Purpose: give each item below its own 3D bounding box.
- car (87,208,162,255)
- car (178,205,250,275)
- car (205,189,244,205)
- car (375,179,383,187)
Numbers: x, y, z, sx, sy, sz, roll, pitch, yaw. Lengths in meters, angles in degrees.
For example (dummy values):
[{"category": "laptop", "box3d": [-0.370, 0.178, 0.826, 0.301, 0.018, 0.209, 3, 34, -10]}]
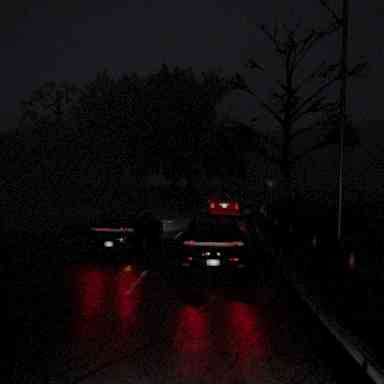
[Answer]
[{"category": "car", "box3d": [-2.358, 1.341, 12.694, 2.128, 1.511, 4.902, 0, 1, 5]}, {"category": "car", "box3d": [0.683, 1.407, 10.271, 2.128, 1.511, 4.902, 0, 1, 4]}, {"category": "car", "box3d": [2.518, 0.836, 23.367, 2.097, 1.767, 4.553, 1, 3, 12]}, {"category": "car", "box3d": [37.559, -1.868, 63.913, 2.185, 1.767, 4.553, -1, 4, -13]}]
